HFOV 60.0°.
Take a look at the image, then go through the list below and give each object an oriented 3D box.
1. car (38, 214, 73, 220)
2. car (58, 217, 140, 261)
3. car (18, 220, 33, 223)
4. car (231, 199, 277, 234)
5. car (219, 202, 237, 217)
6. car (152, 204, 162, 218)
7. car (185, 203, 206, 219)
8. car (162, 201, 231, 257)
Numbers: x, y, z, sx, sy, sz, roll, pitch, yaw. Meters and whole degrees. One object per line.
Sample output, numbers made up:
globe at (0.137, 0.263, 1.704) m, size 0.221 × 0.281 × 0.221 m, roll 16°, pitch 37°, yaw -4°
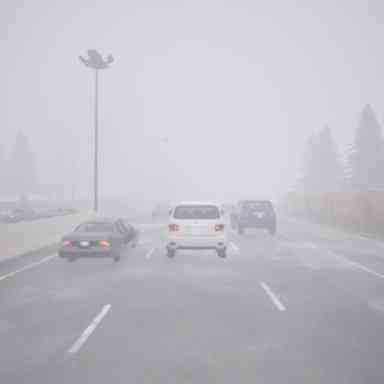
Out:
car at (-10.373, 1.857, 26.539) m, size 1.994 × 1.385 × 4.181 m, roll 0°, pitch -1°, yaw 1°
car at (-3.326, 1.691, 12.877) m, size 2.033 × 1.411 × 5.357 m, roll 0°, pitch -1°, yaw 0°
car at (-13.892, 1.892, 26.487) m, size 1.895 × 1.301 × 4.718 m, roll 0°, pitch -1°, yaw 1°
car at (3.746, 1.460, 21.001) m, size 2.150 × 2.045 × 5.566 m, roll 0°, pitch 0°, yaw 0°
car at (4.074, 1.935, 38.211) m, size 1.837 × 1.490 × 4.892 m, roll 0°, pitch 0°, yaw 3°
car at (-3.077, 1.941, 35.292) m, size 2.033 × 1.411 × 5.357 m, roll 0°, pitch -1°, yaw 2°
car at (0.424, 1.944, 35.370) m, size 2.033 × 1.411 × 5.357 m, roll 0°, pitch -1°, yaw 2°
car at (0.185, 1.380, 13.856) m, size 2.150 × 2.045 × 5.566 m, roll 0°, pitch 0°, yaw 1°
